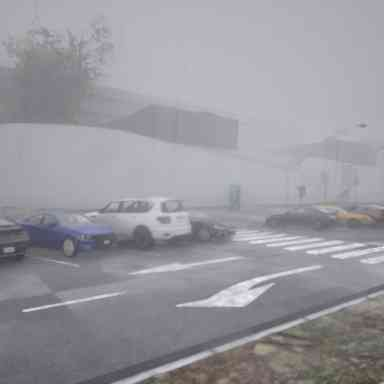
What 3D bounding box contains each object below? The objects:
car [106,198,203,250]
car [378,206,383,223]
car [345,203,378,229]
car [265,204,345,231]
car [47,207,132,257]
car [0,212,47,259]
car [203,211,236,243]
[{"bbox_3d":[-2.622,1.273,14.800,5.566,2.045,2.435,-1,-1,35],"label":"car"},{"bbox_3d":[11.957,1.700,25.174,4.792,1.488,2.163,-1,-1,35],"label":"car"},{"bbox_3d":[9.706,1.634,23.327,5.366,1.575,1.946,-1,-1,35],"label":"car"},{"bbox_3d":[7.125,1.652,21.697,4.674,1.452,2.002,-1,-1,35],"label":"car"},{"bbox_3d":[-5.024,1.509,13.061,5.008,1.535,2.097,-1,-1,35],"label":"car"},{"bbox_3d":[-7.449,1.497,11.319,4.892,1.521,2.231,-1,-1,35],"label":"car"},{"bbox_3d":[-0.166,1.545,16.524,4.892,1.521,2.231,-1,-1,34],"label":"car"}]
